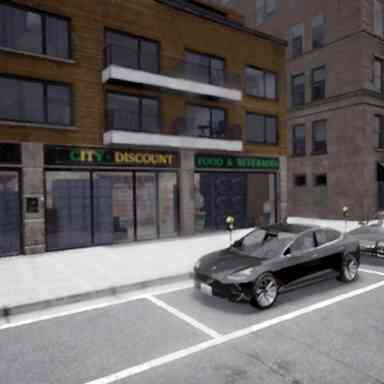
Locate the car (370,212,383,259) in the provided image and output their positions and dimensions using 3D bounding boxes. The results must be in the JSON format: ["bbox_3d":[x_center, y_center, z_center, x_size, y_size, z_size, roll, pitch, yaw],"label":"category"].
[{"bbox_3d":[6.629,1.289,10.641,4.403,1.369,2.008,-2,1,-34],"label":"car"}]

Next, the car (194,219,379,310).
[{"bbox_3d":[2.069,1.428,7.537,4.313,1.339,1.947,-2,1,-34],"label":"car"}]
